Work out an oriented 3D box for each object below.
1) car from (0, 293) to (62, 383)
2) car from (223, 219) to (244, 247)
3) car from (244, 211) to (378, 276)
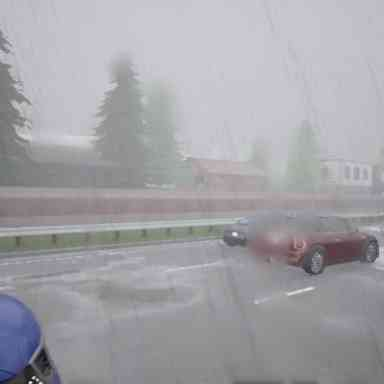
[{"bbox_3d":[-3.447,1.191,1.289,5.566,2.045,2.150,1,0,-35],"label":"car"},{"bbox_3d":[3.385,1.723,14.756,4.181,1.385,1.994,1,-1,-35],"label":"car"},{"bbox_3d":[4.214,1.490,11.049,4.553,1.767,2.097,1,-1,-36],"label":"car"}]
